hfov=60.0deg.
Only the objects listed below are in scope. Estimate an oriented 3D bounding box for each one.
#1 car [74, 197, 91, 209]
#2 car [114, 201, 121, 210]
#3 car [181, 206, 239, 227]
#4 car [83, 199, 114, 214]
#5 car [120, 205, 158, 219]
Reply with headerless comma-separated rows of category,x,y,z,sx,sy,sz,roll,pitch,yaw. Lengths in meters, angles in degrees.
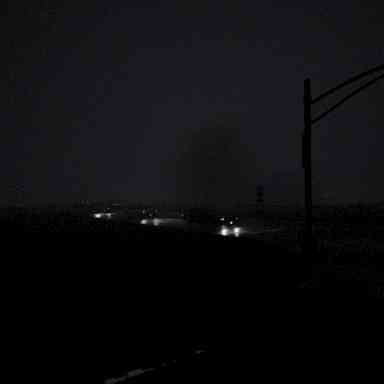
car,-20.416,2.027,62.271,2.150,2.045,5.566,-1,0,-36
car,-12.661,2.113,51.484,2.128,1.511,4.902,-1,0,-36
car,1.233,1.838,25.801,2.033,1.411,5.357,-1,0,-36
car,-12.791,2.122,45.363,1.837,1.490,4.892,-1,1,-35
car,-5.429,2.048,35.090,1.895,1.301,4.718,-1,0,-36
